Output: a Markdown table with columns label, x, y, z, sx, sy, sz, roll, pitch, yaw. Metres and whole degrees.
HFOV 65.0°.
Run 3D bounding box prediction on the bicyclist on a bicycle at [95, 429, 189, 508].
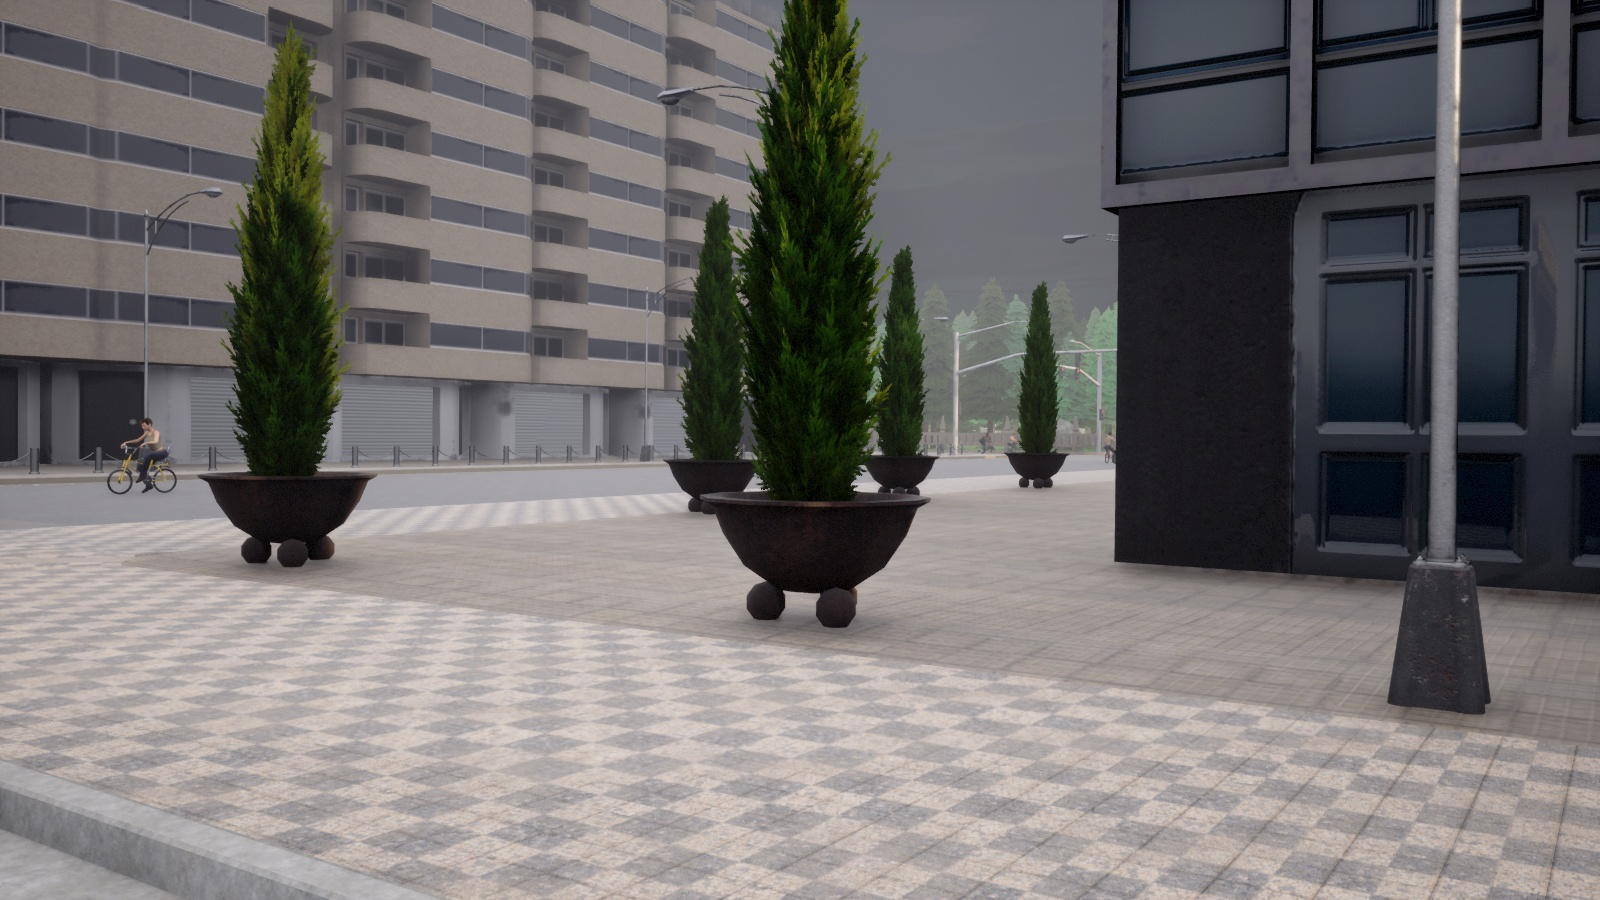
| label | x | y | z | sx | sy | sz | roll | pitch | yaw |
| --- | --- | --- | --- | --- | --- | --- | --- | --- | --- |
| bicyclist on a bicycle | -13.916 | 0.375 | 26.601 | 0.866 | 1.612 | 1.509 | 0 | 1 | 34 |
